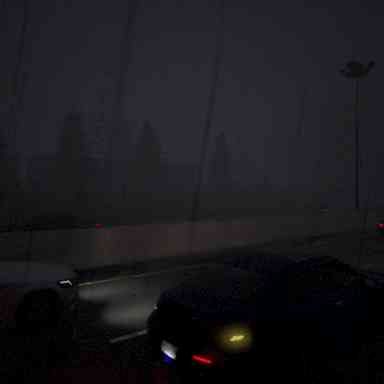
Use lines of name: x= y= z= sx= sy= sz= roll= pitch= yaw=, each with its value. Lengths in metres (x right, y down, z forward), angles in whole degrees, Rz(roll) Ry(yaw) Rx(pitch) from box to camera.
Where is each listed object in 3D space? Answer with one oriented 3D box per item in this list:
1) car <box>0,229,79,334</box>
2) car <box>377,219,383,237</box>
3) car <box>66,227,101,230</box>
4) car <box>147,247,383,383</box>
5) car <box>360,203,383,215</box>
car: x=-4.214 y=1.555 z=5.181 sx=4.674 sy=1.442 sz=1.812 roll=1 pitch=-1 yaw=-35
car: x=12.463 y=1.865 z=19.244 sx=5.357 sy=1.411 sz=2.033 roll=1 pitch=-1 yaw=-43
car: x=-7.232 y=1.684 z=16.198 sx=5.357 sy=1.411 sz=2.033 roll=1 pitch=-1 yaw=-38
car: x=1.555 y=1.597 z=5.101 sx=4.674 sy=1.442 sz=1.812 roll=1 pitch=-1 yaw=-38
car: x=24.802 y=2.242 z=45.042 sx=4.902 sy=1.511 sz=2.128 roll=1 pitch=-1 yaw=-43
